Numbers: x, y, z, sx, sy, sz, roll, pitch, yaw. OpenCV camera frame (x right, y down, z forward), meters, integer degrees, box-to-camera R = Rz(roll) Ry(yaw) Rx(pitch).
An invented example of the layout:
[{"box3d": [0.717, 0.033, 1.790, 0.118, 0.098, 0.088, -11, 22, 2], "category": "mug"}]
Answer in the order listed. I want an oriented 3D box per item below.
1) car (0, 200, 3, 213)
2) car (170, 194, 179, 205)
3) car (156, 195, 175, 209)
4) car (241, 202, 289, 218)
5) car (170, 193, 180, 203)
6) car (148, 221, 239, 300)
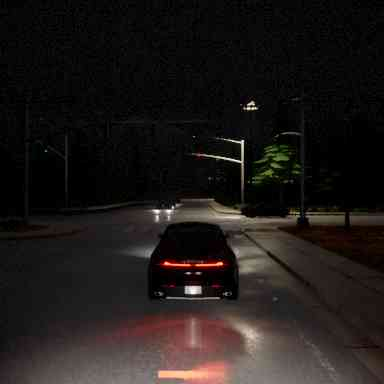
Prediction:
[{"box3d": [-20.163, 1.247, 30.115, 5.566, 2.045, 2.150, 0, 0, 1], "category": "car"}, {"box3d": [-3.642, 1.545, 54.764, 2.033, 1.411, 5.357, 0, 0, 0], "category": "car"}, {"box3d": [-3.647, 1.503, 44.317, 1.837, 1.490, 4.892, 0, 0, 0], "category": "car"}, {"box3d": [6.494, 1.589, 29.663, 4.181, 1.385, 1.994, 0, 0, 1], "category": "car"}, {"box3d": [-3.507, 1.219, 65.395, 2.150, 2.045, 5.566, 0, 0, 1], "category": "car"}, {"box3d": [0.039, 1.501, 8.375, 1.837, 1.490, 4.892, 0, 0, 0], "category": "car"}]
